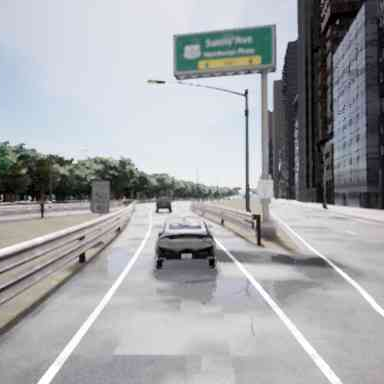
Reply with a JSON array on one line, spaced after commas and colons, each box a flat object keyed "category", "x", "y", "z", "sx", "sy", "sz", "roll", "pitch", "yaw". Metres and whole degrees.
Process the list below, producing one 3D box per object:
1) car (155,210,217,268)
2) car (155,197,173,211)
[{"category": "car", "x": -0.280, "y": 1.604, "z": 11.718, "sx": 2.128, "sy": 1.511, "sz": 4.902, "roll": 0, "pitch": -1, "yaw": -3}, {"category": "car", "x": -3.902, "y": 1.744, "z": 46.379, "sx": 2.150, "sy": 2.045, "sz": 5.566, "roll": 0, "pitch": 0, "yaw": -5}]
